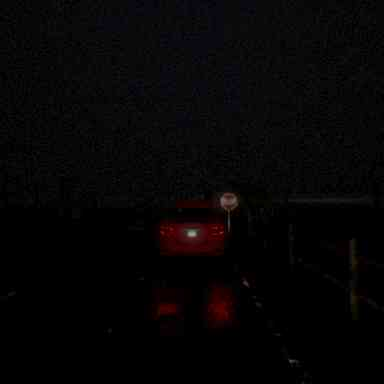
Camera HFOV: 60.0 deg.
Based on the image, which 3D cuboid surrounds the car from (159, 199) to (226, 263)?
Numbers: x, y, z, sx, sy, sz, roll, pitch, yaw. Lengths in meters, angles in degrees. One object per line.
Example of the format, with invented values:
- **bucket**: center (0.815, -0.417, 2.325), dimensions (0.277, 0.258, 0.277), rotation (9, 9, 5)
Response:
- **car**: center (0.020, 1.361, 12.630), dimensions (2.150, 2.045, 5.566), rotation (0, 0, 0)

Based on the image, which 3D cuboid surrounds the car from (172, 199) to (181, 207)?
- **car**: center (-3.073, 2.261, 67.353), dimensions (1.837, 1.490, 4.892), rotation (0, 0, -2)
